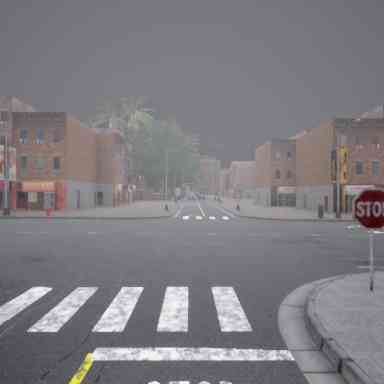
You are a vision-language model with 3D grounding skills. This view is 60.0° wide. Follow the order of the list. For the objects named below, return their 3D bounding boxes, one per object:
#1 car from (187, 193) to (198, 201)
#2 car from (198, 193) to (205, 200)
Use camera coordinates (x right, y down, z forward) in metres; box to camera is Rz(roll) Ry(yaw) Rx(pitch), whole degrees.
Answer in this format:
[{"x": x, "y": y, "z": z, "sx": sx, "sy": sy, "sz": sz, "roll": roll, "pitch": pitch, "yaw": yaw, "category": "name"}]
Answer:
[{"x": -0.093, "y": 1.145, "z": 71.391, "sx": 1.837, "sy": 1.490, "sz": 4.892, "roll": 0, "pitch": 0, "yaw": 0, "category": "car"}, {"x": 2.867, "y": 1.596, "z": 95.606, "sx": 1.947, "sy": 1.339, "sz": 4.313, "roll": 0, "pitch": 0, "yaw": 0, "category": "car"}]
